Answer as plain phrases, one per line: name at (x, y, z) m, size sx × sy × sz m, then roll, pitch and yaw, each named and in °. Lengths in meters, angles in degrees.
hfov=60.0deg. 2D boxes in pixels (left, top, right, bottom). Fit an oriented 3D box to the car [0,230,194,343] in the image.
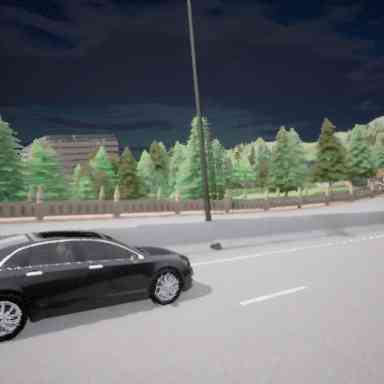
car at (-2.213, 1.511, 6.466) m, size 4.892 × 1.490 × 1.837 m, roll 0°, pitch 0°, yaw -35°
